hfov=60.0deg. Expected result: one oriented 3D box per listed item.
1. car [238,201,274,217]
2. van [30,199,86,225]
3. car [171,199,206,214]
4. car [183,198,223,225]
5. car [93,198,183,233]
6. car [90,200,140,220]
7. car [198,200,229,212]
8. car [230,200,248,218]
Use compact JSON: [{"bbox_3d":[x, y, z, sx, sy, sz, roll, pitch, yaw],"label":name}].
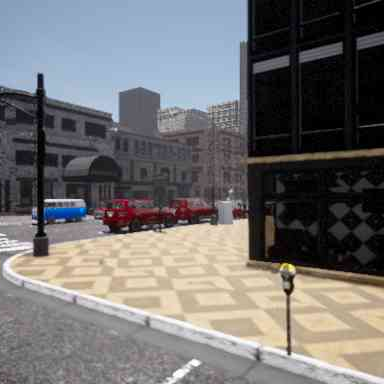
[{"bbox_3d":[6.506,1.670,33.610,1.947,1.339,4.313,-1,-1,35],"label":"car"},{"bbox_3d":[-9.919,1.433,24.940,1.690,1.788,3.998,-1,-1,35],"label":"van"},{"bbox_3d":[-0.331,1.590,38.457,1.967,1.590,4.097,-1,-1,35],"label":"car"},{"bbox_3d":[0.113,1.380,24.600,2.192,1.841,5.009,-1,-1,35],"label":"car"},{"bbox_3d":[-3.083,1.362,20.094,2.192,1.841,5.009,-1,-1,35],"label":"car"},{"bbox_3d":[-6.723,1.551,29.444,1.967,1.590,4.097,-1,-1,35],"label":"car"},{"bbox_3d":[2.864,1.721,42.961,2.008,1.369,4.403,-1,-1,35],"label":"car"},{"bbox_3d":[3.310,1.629,29.104,1.887,1.381,4.507,-1,-1,35],"label":"car"}]
